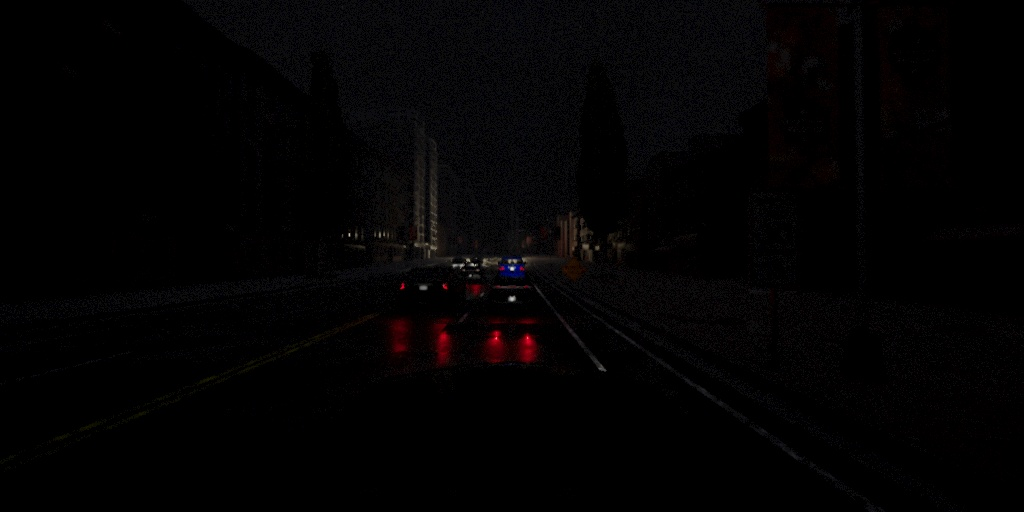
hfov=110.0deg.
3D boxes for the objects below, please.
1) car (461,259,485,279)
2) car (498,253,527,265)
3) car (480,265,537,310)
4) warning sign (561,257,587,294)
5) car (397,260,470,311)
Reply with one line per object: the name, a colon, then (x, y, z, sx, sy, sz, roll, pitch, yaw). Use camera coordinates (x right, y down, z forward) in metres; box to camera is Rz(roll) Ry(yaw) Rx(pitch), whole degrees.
car: (-3.232, 1.314, 30.298, 2.128, 1.511, 4.902, 0, 0, 0)
car: (0.008, 1.052, 29.383, 2.150, 2.045, 5.566, 0, 1, 0)
car: (0.019, 1.338, 15.326, 2.128, 1.511, 4.902, 0, 0, 0)
warning sign: (3.224, 0.970, 18.561, 1.300, 1.860, 1.060, 0, 0, 0)
car: (-3.231, 1.195, 15.260, 2.097, 1.767, 4.553, 0, 0, 0)
